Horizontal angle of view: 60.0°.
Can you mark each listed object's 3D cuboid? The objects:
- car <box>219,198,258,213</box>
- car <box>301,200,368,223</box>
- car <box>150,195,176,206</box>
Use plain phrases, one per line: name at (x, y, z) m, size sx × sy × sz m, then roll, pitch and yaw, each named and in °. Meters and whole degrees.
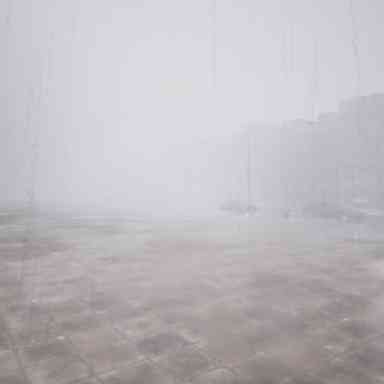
car at (4.647, 1.370, 33.831) m, size 1.994 × 1.385 × 4.181 m, roll -2°, pitch 1°, yaw -36°
car at (10.690, 1.426, 25.273) m, size 1.837 × 1.490 × 4.892 m, roll -2°, pitch 2°, yaw -35°
car at (-4.134, 1.125, 46.308) m, size 2.128 × 1.511 × 4.902 m, roll -2°, pitch 2°, yaw -35°
